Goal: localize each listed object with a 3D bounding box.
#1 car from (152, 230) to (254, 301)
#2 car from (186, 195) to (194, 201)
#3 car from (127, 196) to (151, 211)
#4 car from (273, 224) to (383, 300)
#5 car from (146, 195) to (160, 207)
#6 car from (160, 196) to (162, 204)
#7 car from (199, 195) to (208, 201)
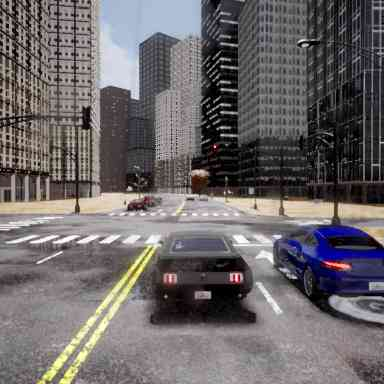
[{"bbox_3d":[0.106,1.598,8.302,1.895,1.301,4.718,0,0,-3],"label":"car"},{"bbox_3d":[-0.477,1.469,80.459,1.895,1.301,4.718,0,0,-4],"label":"car"},{"bbox_3d":[-6.561,1.530,40.362,1.994,1.385,4.181,0,0,0],"label":"car"},{"bbox_3d":[3.349,1.523,8.272,1.812,1.442,4.674,0,0,1],"label":"car"},{"bbox_3d":[-6.551,1.299,50.611,2.097,1.767,4.553,0,0,0],"label":"car"},{"bbox_3d":[-6.540,1.416,60.902,2.128,1.511,4.902,0,0,0],"label":"car"},{"bbox_3d":[2.772,1.397,80.574,1.812,1.442,4.674,0,0,-4],"label":"car"}]
